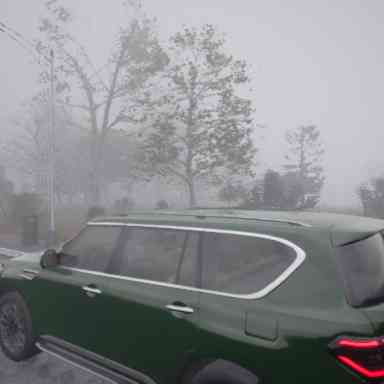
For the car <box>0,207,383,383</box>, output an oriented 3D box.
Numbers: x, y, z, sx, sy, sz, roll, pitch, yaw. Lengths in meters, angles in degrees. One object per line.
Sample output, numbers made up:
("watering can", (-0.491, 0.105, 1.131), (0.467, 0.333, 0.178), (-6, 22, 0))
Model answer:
("car", (-0.349, 1.222, 4.240), (5.566, 2.045, 2.150), (0, 0, 35))
